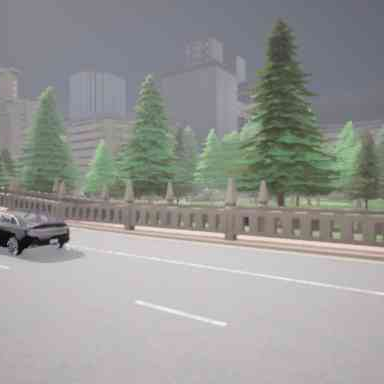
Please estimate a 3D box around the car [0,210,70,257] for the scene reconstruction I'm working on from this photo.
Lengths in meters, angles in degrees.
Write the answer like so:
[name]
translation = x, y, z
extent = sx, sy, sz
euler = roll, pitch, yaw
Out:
[car]
translation = -6.807, 1.478, 13.059
extent = 4.902, 1.511, 2.128
euler = 1, 1, 36
